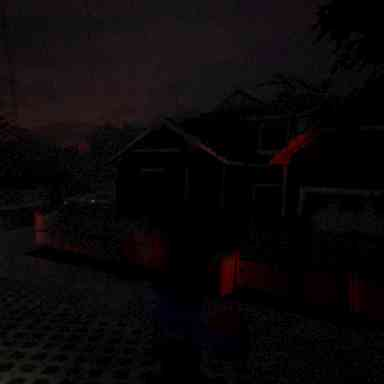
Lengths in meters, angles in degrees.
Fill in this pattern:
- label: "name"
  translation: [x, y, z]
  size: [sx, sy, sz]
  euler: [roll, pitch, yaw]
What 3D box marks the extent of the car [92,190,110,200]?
- label: "car"
  translation: [-14.473, 0.464, 52.930]
  size: [1.812, 1.442, 4.674]
  euler: [3, 2, -3]
